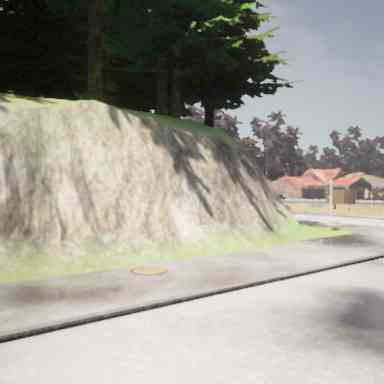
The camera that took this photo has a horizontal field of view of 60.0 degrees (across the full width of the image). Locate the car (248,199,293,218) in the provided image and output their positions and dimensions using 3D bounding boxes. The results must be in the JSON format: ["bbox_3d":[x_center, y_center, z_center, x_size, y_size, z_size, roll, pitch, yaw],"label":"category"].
[{"bbox_3d":[7.712,1.546,32.805,2.097,1.767,4.553,1,0,-36],"label":"car"}]
